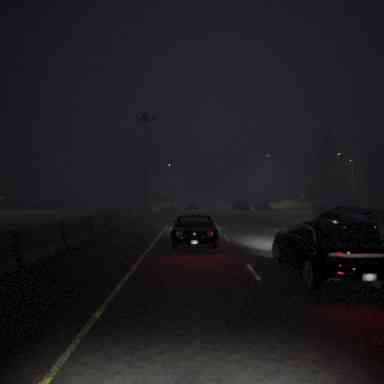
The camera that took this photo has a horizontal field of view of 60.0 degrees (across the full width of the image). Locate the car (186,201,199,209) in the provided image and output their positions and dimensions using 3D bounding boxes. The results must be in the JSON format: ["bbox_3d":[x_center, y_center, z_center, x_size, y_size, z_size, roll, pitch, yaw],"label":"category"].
[{"bbox_3d":[0.061,2.169,52.023,1.812,1.442,4.674,0,-1,-1],"label":"car"}]

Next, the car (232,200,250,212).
[{"bbox_3d":[7.077,1.910,48.367,2.097,1.767,4.553,0,-1,0],"label":"car"}]

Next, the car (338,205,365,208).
[{"bbox_3d":[10.602,1.635,22.840,1.837,1.490,4.892,0,0,0],"label":"car"}]

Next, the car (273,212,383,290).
[{"bbox_3d":[3.601,1.522,9.167,2.128,1.511,4.902,0,0,0],"label":"car"}]

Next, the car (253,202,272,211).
[{"bbox_3d":[10.577,2.202,50.393,1.895,1.301,4.718,0,-1,0],"label":"car"}]

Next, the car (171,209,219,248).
[{"bbox_3d":[0.102,1.670,15.080,1.895,1.301,4.718,0,0,0],"label":"car"}]

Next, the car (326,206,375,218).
[{"bbox_3d":[7.102,1.602,15.988,1.812,1.442,4.674,0,0,0],"label":"car"}]
